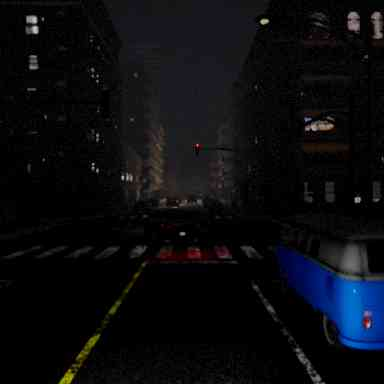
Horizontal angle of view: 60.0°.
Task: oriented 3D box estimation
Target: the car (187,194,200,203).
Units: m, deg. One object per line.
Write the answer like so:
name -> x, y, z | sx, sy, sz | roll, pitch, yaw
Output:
car -> 0.017, 1.400, 69.392 | 2.097, 1.767, 4.553 | 0, 0, 0

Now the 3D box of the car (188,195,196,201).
car -> 0.020, 1.445, 77.796 | 1.994, 1.385, 4.181 | 0, 0, 0

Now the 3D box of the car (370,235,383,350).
car -> 2.682, 1.315, 0.412 | 2.192, 1.841, 5.009 | 0, 0, 0

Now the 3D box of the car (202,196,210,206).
car -> 2.695, 1.590, 43.857 | 1.947, 1.339, 4.313 | 0, 0, 0

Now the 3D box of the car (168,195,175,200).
car -> -5.674, 1.606, 93.413 | 1.752, 1.417, 4.829 | 0, 0, 0

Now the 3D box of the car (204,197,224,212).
car -> 2.694, 1.601, 38.334 | 1.802, 1.307, 4.206 | 0, 0, 0

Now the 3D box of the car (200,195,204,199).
car -> 2.698, 1.579, 54.904 | 1.887, 1.381, 4.507 | 0, 0, 0

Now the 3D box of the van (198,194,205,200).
van -> 2.705, 1.422, 93.569 | 1.690, 1.788, 3.998 | -1, 0, 0

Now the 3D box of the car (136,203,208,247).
car -> -1.122, 1.483, 15.352 | 1.882, 1.535, 5.008 | 1, 0, -18

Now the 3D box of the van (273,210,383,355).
van -> 2.684, 1.343, 5.939 | 1.690, 1.788, 3.998 | 0, 0, 0

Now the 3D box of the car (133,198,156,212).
car -> -5.687, 1.585, 38.348 | 1.947, 1.339, 4.313 | 0, 0, 0

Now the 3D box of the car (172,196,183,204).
car -> -2.984, 1.566, 68.364 | 2.128, 1.511, 4.902 | 0, 0, 0

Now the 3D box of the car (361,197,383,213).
car -> 15.766, 1.042, 25.469 | 5.009, 1.841, 2.192 | -1, 1, 0

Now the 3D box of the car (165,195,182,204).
car -> -3.062, 1.384, 52.502 | 2.097, 1.767, 4.553 | 0, 0, 0

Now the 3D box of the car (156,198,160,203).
car -> -5.685, 1.595, 49.395 | 1.947, 1.339, 4.313 | 0, 0, 0
